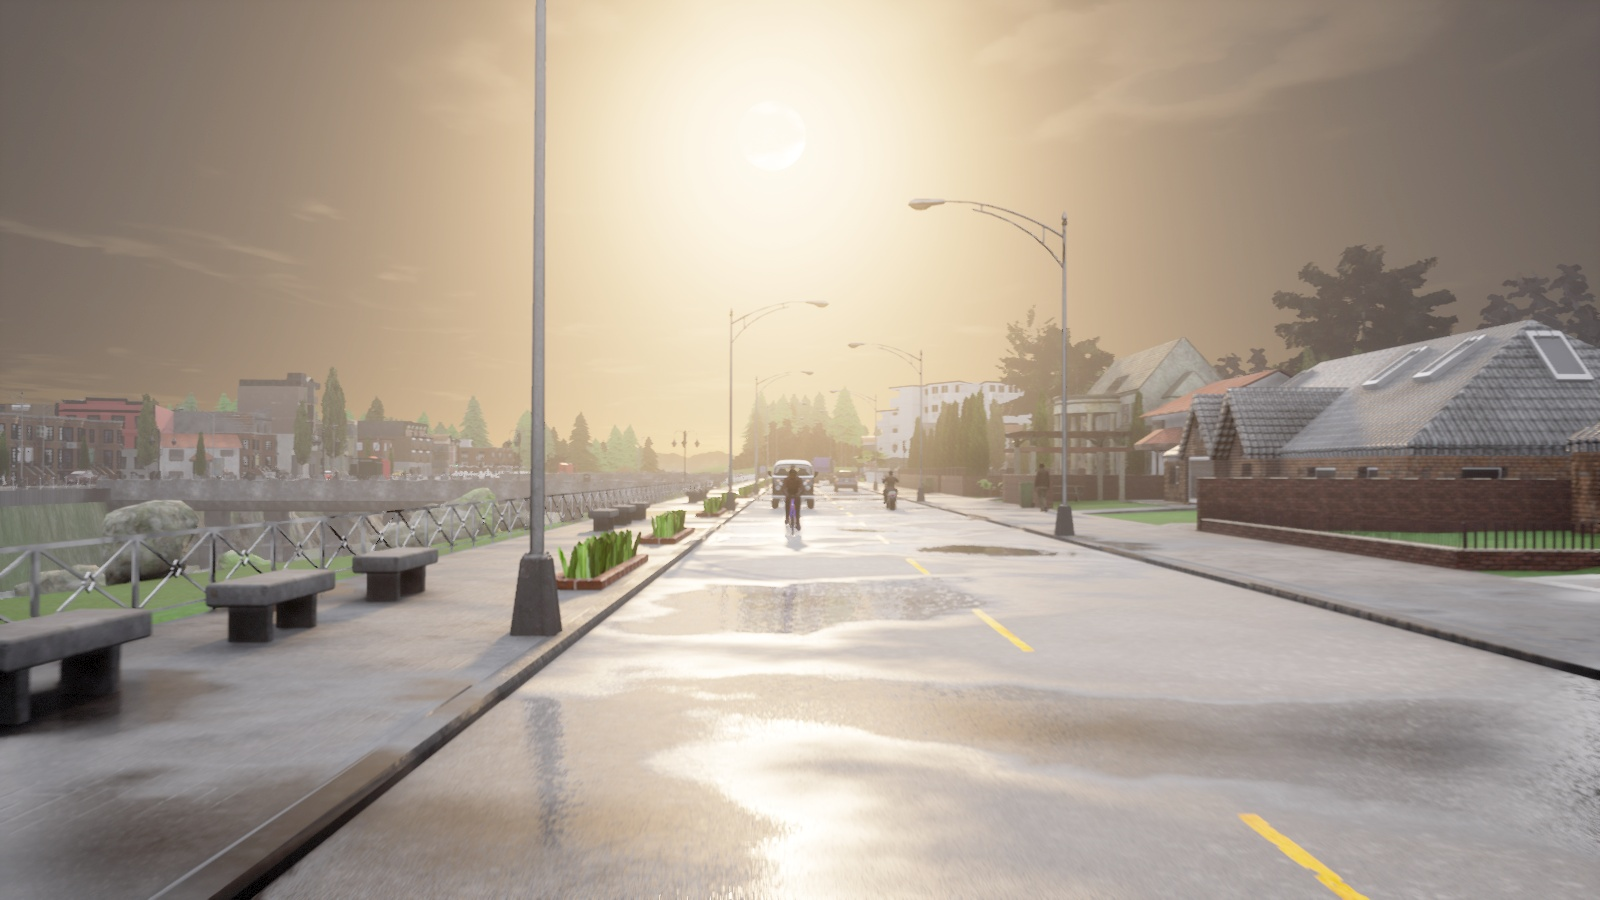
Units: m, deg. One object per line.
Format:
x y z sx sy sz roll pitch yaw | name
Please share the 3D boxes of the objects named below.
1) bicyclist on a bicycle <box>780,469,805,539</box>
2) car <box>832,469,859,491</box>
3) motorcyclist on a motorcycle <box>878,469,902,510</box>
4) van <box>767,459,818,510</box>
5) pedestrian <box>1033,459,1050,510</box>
-0.184 1.273 30.238 0.582 1.620 1.656 0 -1 0 | bicyclist on a bicycle
3.421 2.290 95.486 1.851 1.617 3.988 0 -1 0 | car
3.687 1.609 51.561 0.766 1.649 2.350 0 -1 0 | motorcyclist on a motorcycle
-0.322 1.422 52.912 2.069 2.038 4.480 0 -1 0 | van
8.792 1.249 45.786 0.431 1.840 0.703 0 -1 -5 | pedestrian
